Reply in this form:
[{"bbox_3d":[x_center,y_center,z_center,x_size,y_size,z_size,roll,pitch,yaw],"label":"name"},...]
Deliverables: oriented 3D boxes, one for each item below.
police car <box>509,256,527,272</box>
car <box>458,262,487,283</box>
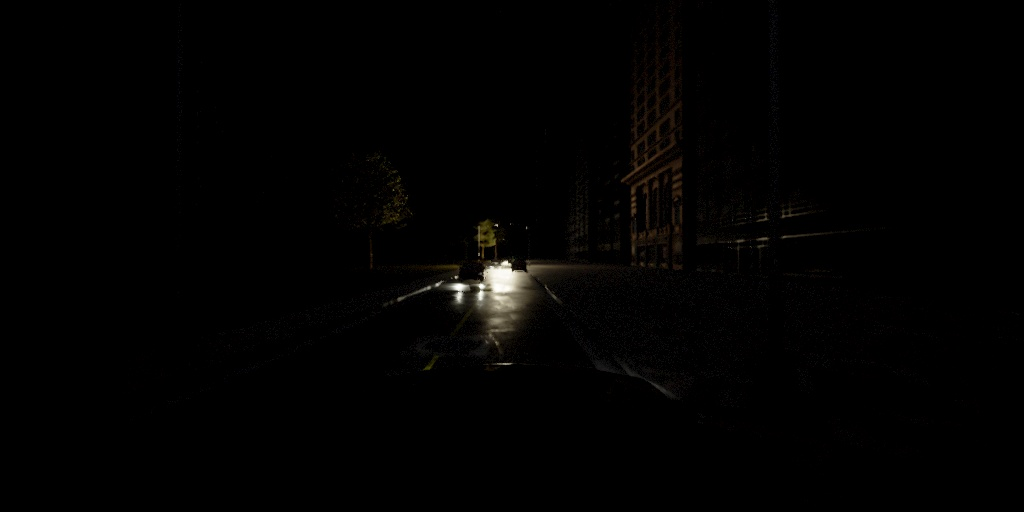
[{"bbox_3d":[0.886,1.174,45.120,1.930,1.638,5.238,0,0,0],"label":"police car"},{"bbox_3d":[-3.104,1.229,28.648,1.882,1.535,5.008,0,0,0],"label":"car"}]
